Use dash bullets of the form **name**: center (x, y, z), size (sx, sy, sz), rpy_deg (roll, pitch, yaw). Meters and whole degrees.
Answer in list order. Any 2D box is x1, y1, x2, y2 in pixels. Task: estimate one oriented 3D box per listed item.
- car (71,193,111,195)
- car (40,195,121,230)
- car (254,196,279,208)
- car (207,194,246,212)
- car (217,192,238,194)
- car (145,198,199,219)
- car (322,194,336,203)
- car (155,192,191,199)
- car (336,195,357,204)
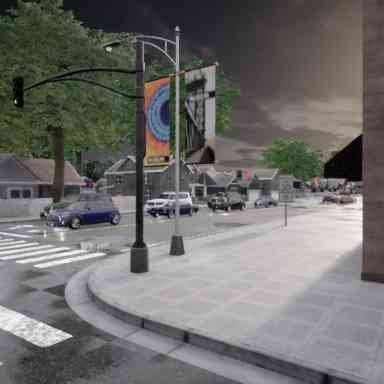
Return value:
- **car**: center (-8.167, 1.120, 24.373), size (2.150, 2.045, 5.566), rpy_deg (0, 0, 34)
- **car**: center (-6.690, 1.263, 20.797), size (2.097, 1.767, 4.553), rpy_deg (0, 0, 35)
- **car**: center (9.788, 1.248, 43.778), size (2.128, 1.511, 4.902), rpy_deg (0, 0, 36)
- **car**: center (3.989, 1.287, 35.715), size (1.882, 1.535, 5.008), rpy_deg (0, 0, 35)
- **car**: center (4.083, 1.004, 41.412), size (2.150, 2.045, 5.566), rpy_deg (0, 0, 35)
- **car**: center (-1.463, 1.462, 28.114), size (1.895, 1.301, 4.718), rpy_deg (0, 0, 36)
- **car**: center (24.192, 1.163, 58.041), size (1.837, 1.490, 4.892), rpy_deg (0, 0, 36)
- **car**: center (-2.174, 1.063, 32.683), size (2.150, 2.045, 5.566), rpy_deg (0, 0, 35)
- **car**: center (25.432, 1.236, 54.188), size (1.994, 1.385, 4.181), rpy_deg (0, 0, 36)
